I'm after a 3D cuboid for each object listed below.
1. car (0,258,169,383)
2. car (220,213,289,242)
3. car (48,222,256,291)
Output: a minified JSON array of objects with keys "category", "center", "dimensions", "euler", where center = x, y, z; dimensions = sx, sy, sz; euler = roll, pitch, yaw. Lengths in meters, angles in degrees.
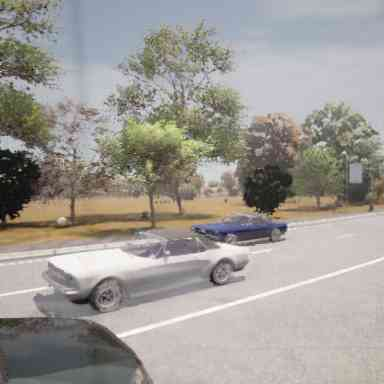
[{"category":"car","center":[-2.311,1.574,2.226],"dimensions":[4.181,1.385,1.994],"euler":[0,0,-35]},{"category":"car","center":[2.138,1.610,14.665],"dimensions":[4.718,1.301,1.895],"euler":[0,0,-39]},{"category":"car","center":[-0.875,1.613,7.826],"dimensions":[4.718,1.301,1.895],"euler":[0,0,-37]}]
